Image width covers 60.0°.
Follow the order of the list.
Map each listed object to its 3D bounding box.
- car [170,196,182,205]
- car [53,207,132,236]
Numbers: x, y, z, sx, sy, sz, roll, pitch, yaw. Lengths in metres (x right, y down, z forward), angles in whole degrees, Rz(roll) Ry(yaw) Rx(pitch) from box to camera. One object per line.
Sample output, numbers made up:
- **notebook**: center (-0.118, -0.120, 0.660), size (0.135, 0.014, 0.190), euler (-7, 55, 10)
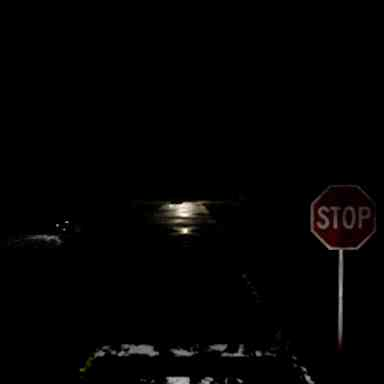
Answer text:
- **car**: center (-2.668, 1.398, 57.297), size (1.882, 1.535, 5.008), euler (0, 0, 0)
- **car**: center (-5.492, 1.553, 18.627), size (4.181, 1.385, 1.994), euler (0, 1, -43)
